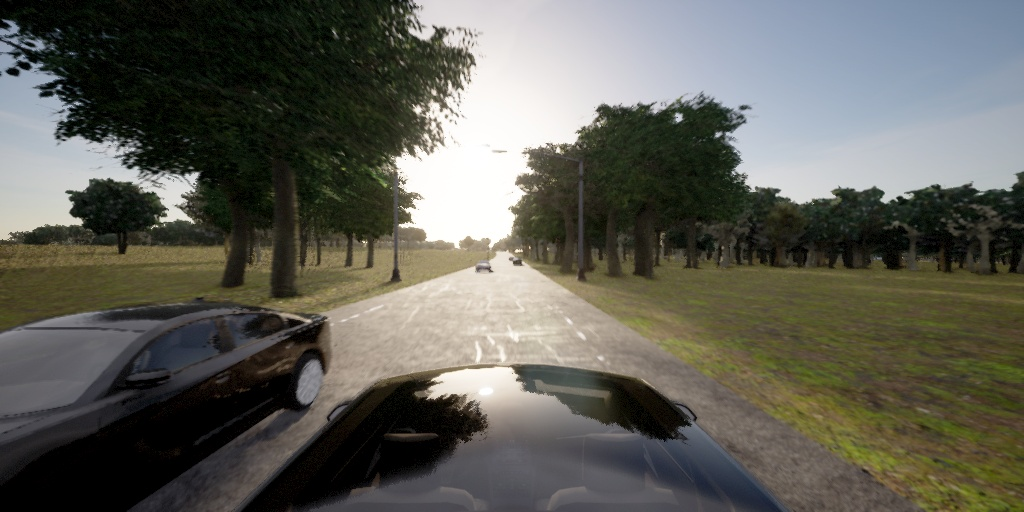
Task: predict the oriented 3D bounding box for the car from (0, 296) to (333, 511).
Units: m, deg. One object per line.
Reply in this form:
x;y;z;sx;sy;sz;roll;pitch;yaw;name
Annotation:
-3.594;1.227;3.285;1.882;1.535;5.008;0;0;0;car

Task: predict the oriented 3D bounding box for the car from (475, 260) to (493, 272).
-3.514;1.265;45.173;1.812;1.442;4.674;0;0;1;car
